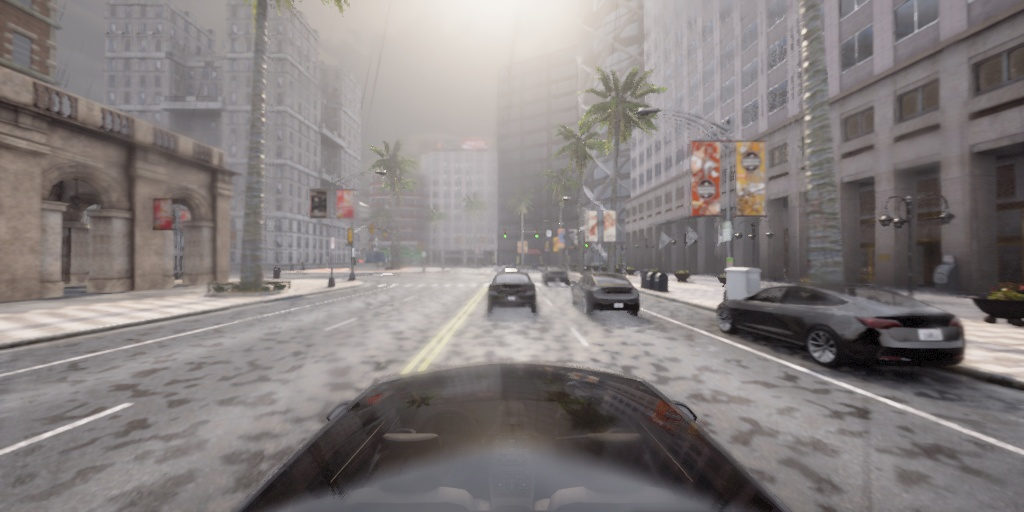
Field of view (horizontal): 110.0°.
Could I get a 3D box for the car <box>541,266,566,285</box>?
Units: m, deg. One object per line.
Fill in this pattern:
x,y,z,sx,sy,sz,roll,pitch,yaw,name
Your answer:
3.477,1.558,29.173,1.837,1.490,4.892,0,0,0,car

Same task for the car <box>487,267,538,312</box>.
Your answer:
0.019,1.375,15.058,1.882,1.535,5.008,0,-1,0,car

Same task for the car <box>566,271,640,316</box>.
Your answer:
3.514,1.393,14.171,1.837,1.490,4.892,0,0,0,car

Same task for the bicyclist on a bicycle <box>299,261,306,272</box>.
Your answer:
-32.819,1.658,56.179,0.582,1.620,1.656,0,0,0,bicyclist on a bicycle
